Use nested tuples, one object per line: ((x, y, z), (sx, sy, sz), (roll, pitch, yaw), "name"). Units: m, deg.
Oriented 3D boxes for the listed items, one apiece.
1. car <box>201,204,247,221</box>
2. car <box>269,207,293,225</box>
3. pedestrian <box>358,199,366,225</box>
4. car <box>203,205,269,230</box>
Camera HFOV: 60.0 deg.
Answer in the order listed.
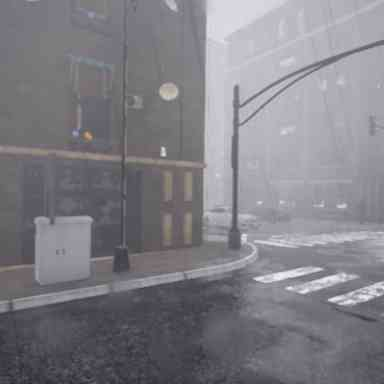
((2.935, 1.881, 31.325), (1.947, 1.339, 4.313), (1, -1, -35), "car")
((6.110, 1.851, 26.805), (1.802, 1.307, 4.206), (1, -1, -35), "car")
((12.024, 1.414, 23.532), (0.375, 1.860, 0.375), (1, 0, -35), "pedestrian")
((2.481, 1.676, 21.926), (1.812, 1.442, 4.674), (1, -1, -36), "car")
